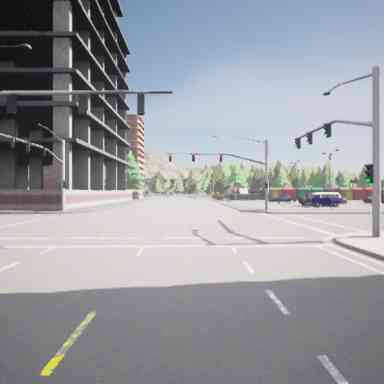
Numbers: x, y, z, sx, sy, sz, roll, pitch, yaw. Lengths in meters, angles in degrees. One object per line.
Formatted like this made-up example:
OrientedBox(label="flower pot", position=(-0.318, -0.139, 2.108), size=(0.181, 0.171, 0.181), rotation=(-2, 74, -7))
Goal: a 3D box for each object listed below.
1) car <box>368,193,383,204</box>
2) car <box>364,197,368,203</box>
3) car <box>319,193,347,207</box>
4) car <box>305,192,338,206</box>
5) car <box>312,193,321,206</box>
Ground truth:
OrientedBox(label="car", position=(39.232, 1.178, 67.894), size=(4.605, 1.855, 1.932), rotation=(0, 0, 0))
OrientedBox(label="car", position=(39.280, 1.389, 70.791), size=(3.905, 1.438, 1.784), rotation=(0, 0, 0))
OrientedBox(label="car", position=(24.282, 1.417, 56.682), size=(3.806, 1.475, 1.970), rotation=(0, 0, 0))
OrientedBox(label="car", position=(24.201, 1.176, 62.260), size=(4.605, 1.855, 1.932), rotation=(0, 0, 0))
OrientedBox(label="car", position=(24.267, 1.386, 59.577), size=(3.905, 1.438, 1.784), rotation=(0, 0, 0))
